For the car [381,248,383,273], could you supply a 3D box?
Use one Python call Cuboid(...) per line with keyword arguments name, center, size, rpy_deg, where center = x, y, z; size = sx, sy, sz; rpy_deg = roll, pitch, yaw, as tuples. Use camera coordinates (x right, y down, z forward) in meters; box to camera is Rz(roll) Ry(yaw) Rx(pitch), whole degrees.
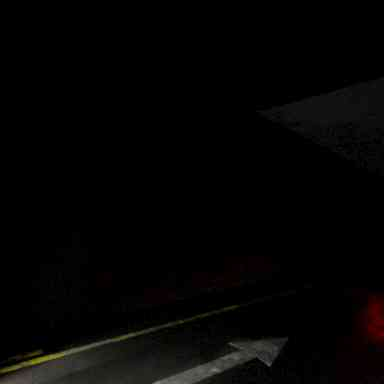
Cuboid(name="car", center=(6.595, 1.515, 8.462), size=(4.674, 1.442, 1.812), rpy_deg=(0, 0, -35))
